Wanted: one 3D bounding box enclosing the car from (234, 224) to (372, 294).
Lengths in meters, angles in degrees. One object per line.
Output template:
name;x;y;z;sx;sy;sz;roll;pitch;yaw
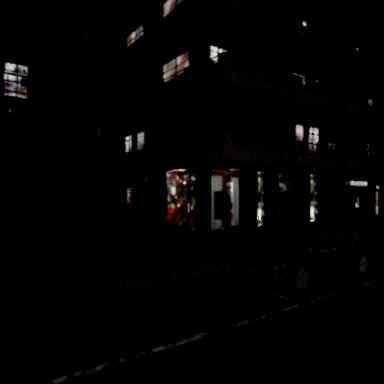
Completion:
car;3.033;1.557;8.717;4.403;1.369;2.008;0;0;-35
